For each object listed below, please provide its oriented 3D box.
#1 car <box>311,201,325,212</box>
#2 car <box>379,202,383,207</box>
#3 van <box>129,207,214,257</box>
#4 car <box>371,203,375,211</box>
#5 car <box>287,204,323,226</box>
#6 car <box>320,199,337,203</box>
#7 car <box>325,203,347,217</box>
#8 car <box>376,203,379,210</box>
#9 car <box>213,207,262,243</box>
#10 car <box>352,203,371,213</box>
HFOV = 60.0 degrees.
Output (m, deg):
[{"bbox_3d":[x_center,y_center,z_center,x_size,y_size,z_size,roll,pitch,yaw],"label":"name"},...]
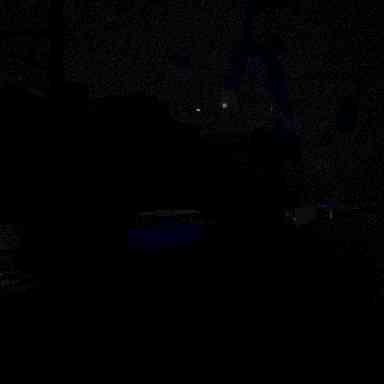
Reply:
[{"bbox_3d":[14.148,2.242,40.250,1.837,1.490,4.892,1,0,36],"label":"car"},{"bbox_3d":[36.743,2.857,67.489,2.008,1.369,4.403,0,-1,36],"label":"car"},{"bbox_3d":[-0.921,1.711,14.676,1.690,1.788,3.998,0,-1,36],"label":"van"},{"bbox_3d":[30.466,2.687,58.686,2.008,1.369,4.403,0,-1,36],"label":"car"},{"bbox_3d":[9.927,2.147,29.674,1.812,1.442,4.674,1,0,36],"label":"car"},{"bbox_3d":[20.086,2.106,48.646,2.150,2.045,5.566,1,0,36],"label":"car"},{"bbox_3d":[17.911,2.360,41.081,1.887,1.381,4.507,0,-1,36],"label":"car"},{"bbox_3d":[33.604,2.765,63.088,1.887,1.381,4.507,0,-1,36],"label":"car"},{"bbox_3d":[2.218,1.756,19.077,2.192,1.841,5.009,0,-1,36],"label":"car"},{"bbox_3d":[27.327,2.620,54.285,1.947,1.339,4.313,0,-1,36],"label":"car"}]
